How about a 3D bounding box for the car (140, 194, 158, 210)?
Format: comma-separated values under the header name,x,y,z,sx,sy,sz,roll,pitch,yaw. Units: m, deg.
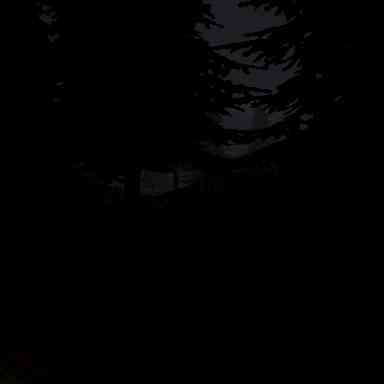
name,x,y,z,sx,sy,sz,roll,pitch,yaw
car,-6.466,1.206,39.262,2.150,2.045,5.566,0,0,37
